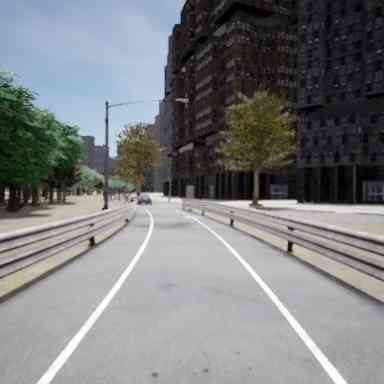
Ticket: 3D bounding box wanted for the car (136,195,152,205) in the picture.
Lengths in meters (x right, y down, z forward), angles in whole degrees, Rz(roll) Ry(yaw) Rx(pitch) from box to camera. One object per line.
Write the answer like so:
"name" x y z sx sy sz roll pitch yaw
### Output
"car" -8.287 1.255 56.923 2.097 1.767 4.553 0 0 -20
